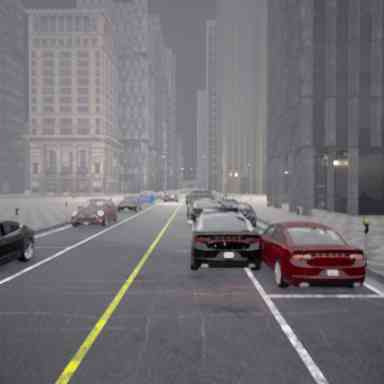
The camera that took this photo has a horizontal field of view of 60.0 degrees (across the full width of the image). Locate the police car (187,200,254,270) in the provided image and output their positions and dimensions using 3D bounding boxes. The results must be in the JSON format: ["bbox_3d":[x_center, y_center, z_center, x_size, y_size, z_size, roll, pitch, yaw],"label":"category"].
[{"bbox_3d":[0.892,1.277,10.595,1.930,1.638,5.238,0,1,0],"label":"police car"}]

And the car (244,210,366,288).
[{"bbox_3d":[2.763,1.420,8.751,1.887,1.381,4.507,0,1,0],"label":"car"}]

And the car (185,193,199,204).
[{"bbox_3d":[0.042,0.829,46.784,1.837,1.490,4.892,0,0,1],"label":"car"}]

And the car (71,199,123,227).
[{"bbox_3d":[-5.757,1.157,20.031,1.967,1.590,4.097,0,1,0],"label":"car"}]

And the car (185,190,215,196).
[{"bbox_3d":[0.687,0.846,26.511,2.150,2.045,5.566,0,1,0],"label":"car"}]

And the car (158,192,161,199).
[{"bbox_3d":[-5.740,0.688,59.515,2.008,1.369,4.403,0,1,0],"label":"car"}]

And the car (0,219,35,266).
[{"bbox_3d":[-5.762,1.442,8.752,1.947,1.339,4.313,0,1,0],"label":"car"}]

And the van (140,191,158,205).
[{"bbox_3d":[-5.748,0.730,42.591,1.690,1.788,3.998,0,1,0],"label":"van"}]

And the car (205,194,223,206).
[{"bbox_3d":[2.778,0.939,42.592,2.008,1.369,4.403,0,1,0],"label":"car"}]

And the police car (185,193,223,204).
[{"bbox_3d":[0.781,1.134,20.566,1.930,1.638,5.238,0,1,-2],"label":"police car"}]

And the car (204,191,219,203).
[{"bbox_3d":[2.780,0.745,48.231,1.967,1.590,4.097,0,1,0],"label":"car"}]

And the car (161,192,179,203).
[{"bbox_3d":[-2.997,0.865,48.572,1.994,1.385,4.181,0,1,0],"label":"car"}]

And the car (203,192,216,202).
[{"bbox_3d":[2.783,0.771,53.873,2.008,1.369,4.403,0,1,0],"label":"car"}]

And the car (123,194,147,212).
[{"bbox_3d":[-5.752,1.120,31.314,1.947,1.339,4.313,0,1,0],"label":"car"}]

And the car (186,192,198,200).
[{"bbox_3d":[0.025,0.692,60.121,1.994,1.385,4.181,0,1,0],"label":"car"}]

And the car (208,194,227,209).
[{"bbox_3d":[2.775,0.994,37.121,1.752,1.417,4.829,0,1,0],"label":"car"}]

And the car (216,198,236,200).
[{"bbox_3d":[2.768,1.267,20.031,2.008,1.369,4.403,0,1,0],"label":"car"}]

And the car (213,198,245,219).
[{"bbox_3d":[2.771,1.201,25.671,1.947,1.339,4.313,0,1,0],"label":"car"}]
